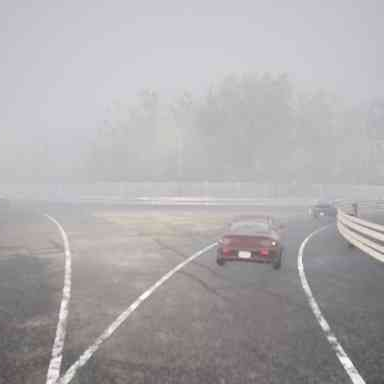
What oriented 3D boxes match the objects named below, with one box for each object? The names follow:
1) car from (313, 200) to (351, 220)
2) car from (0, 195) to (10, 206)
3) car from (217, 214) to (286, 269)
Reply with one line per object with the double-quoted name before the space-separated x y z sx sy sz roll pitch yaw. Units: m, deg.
"car" 11.405 1.393 26.965 1.837 1.490 4.892 0 0 41
"car" -24.829 1.072 42.850 1.812 1.442 4.674 0 0 -39
"car" 2.047 1.463 10.939 1.812 1.442 4.674 0 0 17
